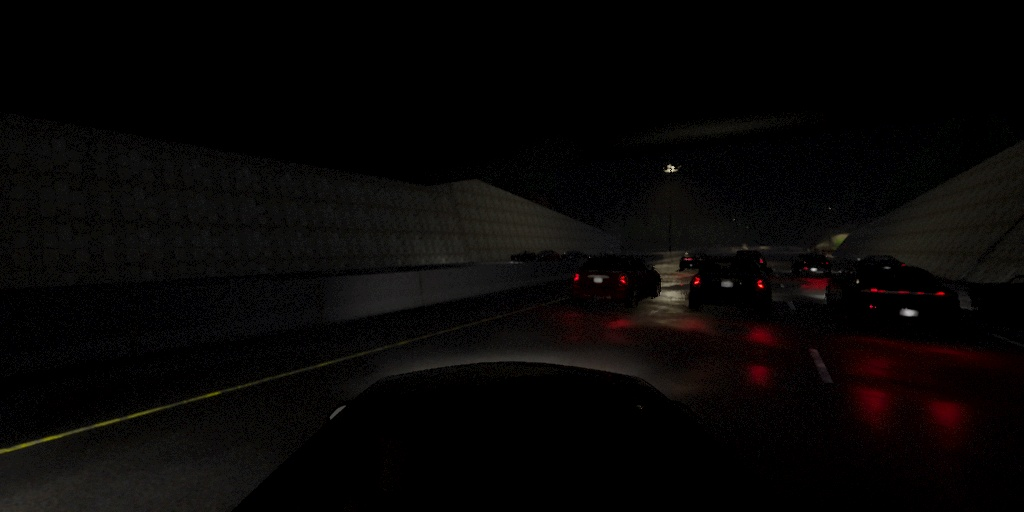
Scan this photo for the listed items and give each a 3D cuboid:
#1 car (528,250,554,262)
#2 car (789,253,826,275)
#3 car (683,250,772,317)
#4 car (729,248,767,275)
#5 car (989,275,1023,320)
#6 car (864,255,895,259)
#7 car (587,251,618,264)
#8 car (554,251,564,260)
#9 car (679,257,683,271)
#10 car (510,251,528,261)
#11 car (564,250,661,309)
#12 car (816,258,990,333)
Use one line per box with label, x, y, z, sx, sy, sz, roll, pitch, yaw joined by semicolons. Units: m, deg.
car;4.276;-0.021;44.453;1.812;1.442;4.674;1;2;35
car;20.463;0.541;24.643;1.837;1.490;4.892;1;2;35
car;7.386;0.782;12.030;2.097;1.767;4.553;1;2;35
car;17.403;0.339;26.371;2.097;1.767;4.553;1;2;35
car;13.778;1.118;8.965;1.895;1.301;4.718;1;2;35
car;23.722;0.641;23.200;1.994;1.385;4.181;1;2;35
car;10.439;0.151;41.046;1.895;1.301;4.718;1;2;35
car;7.266;0.031;42.621;1.812;1.442;4.674;1;2;35
car;14.680;0.414;28.589;2.128;1.511;4.902;1;2;35
car;1.743;-0.018;46.933;1.895;1.301;4.718;1;2;35
car;3.984;0.748;13.270;2.097;1.767;4.553;1;2;35
car;10.177;0.983;9.919;2.128;1.511;4.902;1;2;35
